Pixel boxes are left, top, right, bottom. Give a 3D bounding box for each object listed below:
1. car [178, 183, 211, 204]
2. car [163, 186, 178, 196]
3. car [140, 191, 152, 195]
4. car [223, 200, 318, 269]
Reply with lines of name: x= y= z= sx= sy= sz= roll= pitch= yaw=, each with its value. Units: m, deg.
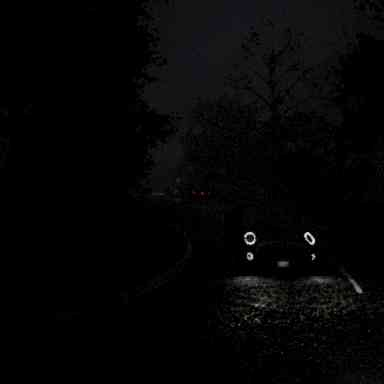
car: x=0.380 y=0.126 z=35.410 sx=2.150 sy=2.045 sz=5.566 roll=2 pitch=2 yaw=-14
car: x=-2.989 y=-0.140 z=48.693 sx=2.128 sy=1.511 sz=4.902 roll=2 pitch=2 yaw=-14
car: x=-7.363 y=-0.409 z=51.973 sx=1.882 sy=1.535 sz=5.008 roll=2 pitch=2 yaw=-14
car: x=2.256 y=1.130 z=10.576 sx=2.097 sy=1.767 sz=4.553 roll=1 pitch=2 yaw=-1
